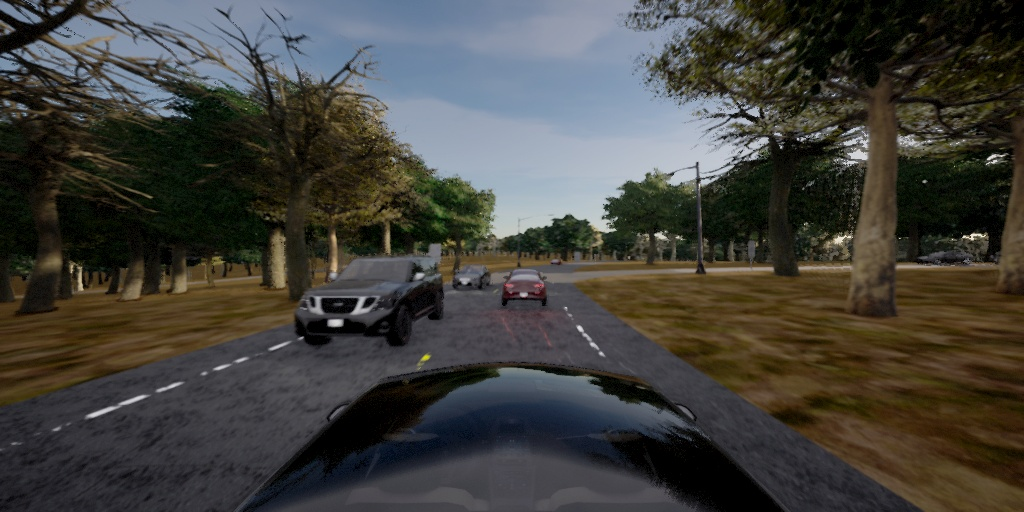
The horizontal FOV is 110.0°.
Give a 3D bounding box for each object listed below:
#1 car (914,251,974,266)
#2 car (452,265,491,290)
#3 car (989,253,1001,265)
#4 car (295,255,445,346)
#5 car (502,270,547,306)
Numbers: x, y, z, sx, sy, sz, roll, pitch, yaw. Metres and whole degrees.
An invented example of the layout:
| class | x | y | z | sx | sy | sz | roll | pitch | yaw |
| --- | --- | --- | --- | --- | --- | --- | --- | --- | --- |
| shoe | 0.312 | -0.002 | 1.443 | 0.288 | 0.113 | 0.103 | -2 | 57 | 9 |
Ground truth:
| class | x | y | z | sx | sy | sz | roll | pitch | yaw |
| --- | --- | --- | --- | --- | --- | --- | --- | --- | --- |
| car | 46.809 | 0.252 | 38.916 | 4.892 | 1.490 | 1.837 | -1 | 0 | 5 |
| car | -2.530 | 1.317 | 23.385 | 2.128 | 1.511 | 4.902 | 0 | 0 | 6 |
| car | 50.729 | 0.201 | 35.542 | 4.902 | 1.511 | 2.128 | -1 | 0 | 4 |
| car | -3.380 | 0.990 | 9.843 | 2.150 | 2.045 | 5.566 | 0 | 0 | 2 |
| car | 0.597 | 1.326 | 16.102 | 1.812 | 1.442 | 4.674 | 0 | 0 | 3 |
